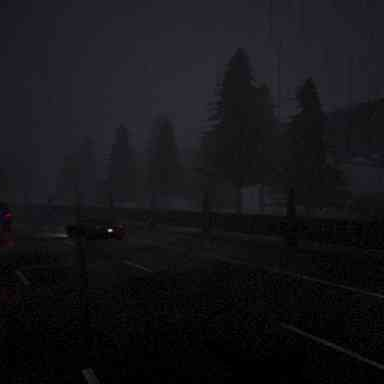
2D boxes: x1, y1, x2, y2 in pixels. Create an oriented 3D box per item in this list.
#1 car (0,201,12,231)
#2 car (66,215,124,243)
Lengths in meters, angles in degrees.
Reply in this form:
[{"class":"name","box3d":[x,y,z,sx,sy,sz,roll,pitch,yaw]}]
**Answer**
[{"class":"car","box3d":[-14.597,1.653,23.546,5.566,2.045,2.150,-1,-2,45]},{"class":"car","box3d":[-5.538,1.985,18.786,1.994,1.385,4.181,2,-2,-40]}]
